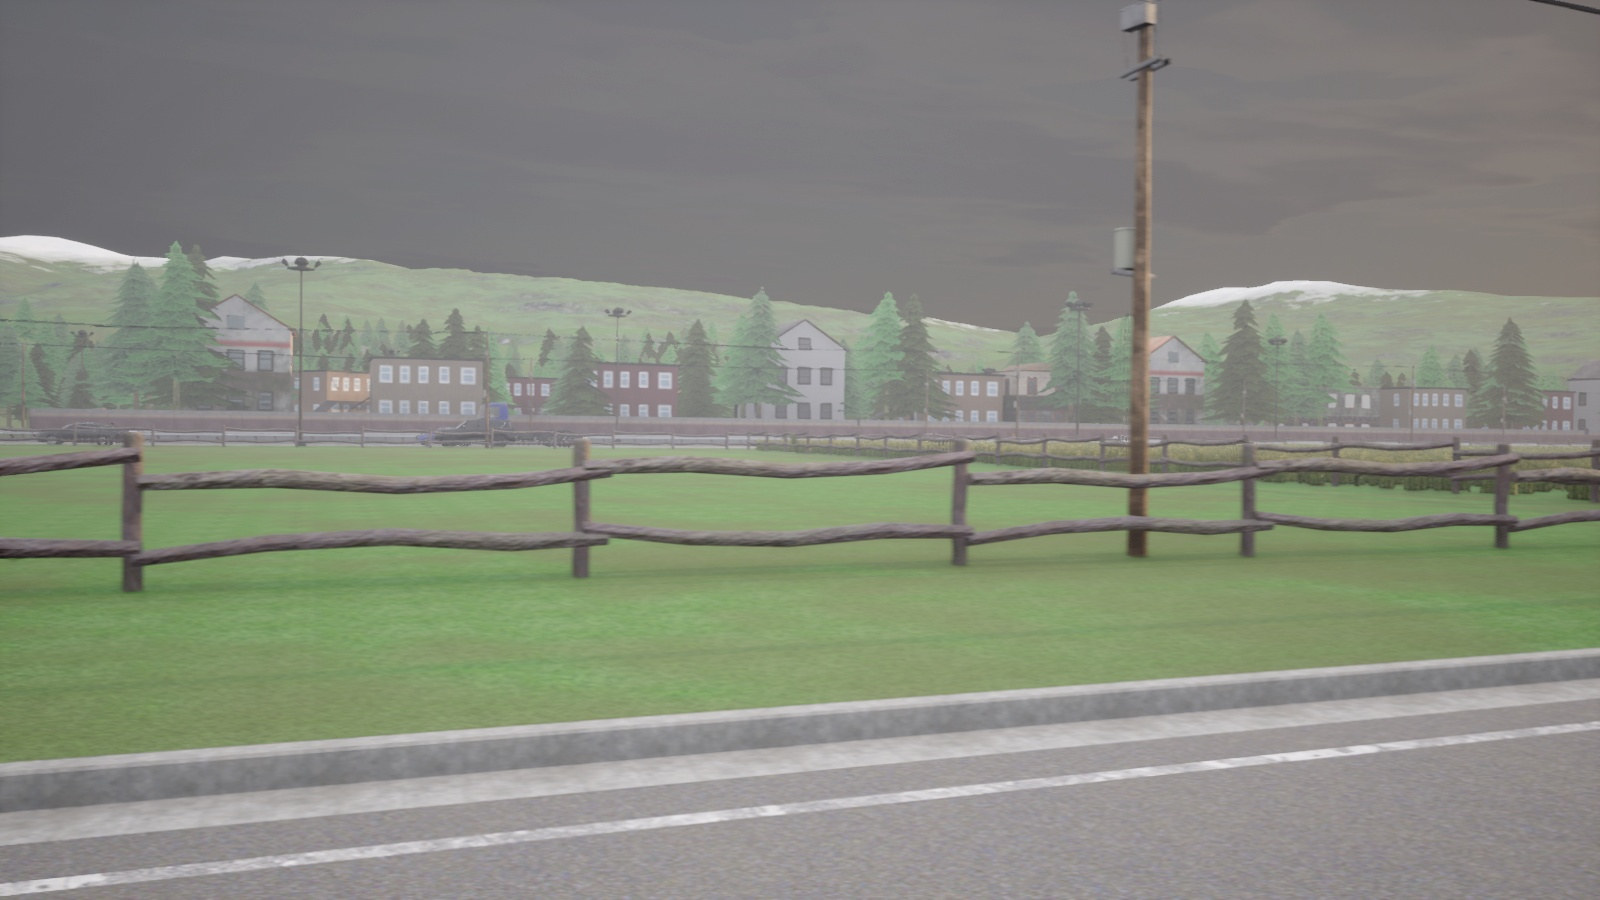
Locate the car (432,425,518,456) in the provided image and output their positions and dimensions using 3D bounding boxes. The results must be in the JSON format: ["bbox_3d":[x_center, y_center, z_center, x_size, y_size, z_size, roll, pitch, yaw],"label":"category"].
[{"bbox_3d":[-22.524,-0.650,86.946,5.566,2.045,2.150,-1,1,-21],"label":"car"}]

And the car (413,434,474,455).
[{"bbox_3d":[-26.398,-0.412,92.973,4.193,1.474,1.816,-1,1,-21],"label":"car"}]

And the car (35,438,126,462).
[{"bbox_3d":[-46.713,-0.026,81.630,4.892,1.490,1.837,-1,1,-21],"label":"car"}]
